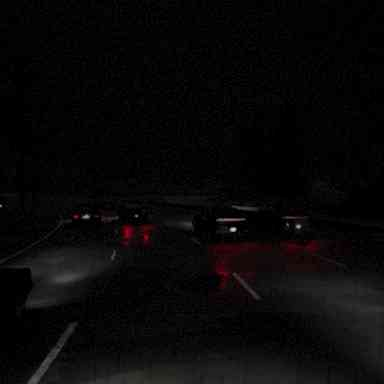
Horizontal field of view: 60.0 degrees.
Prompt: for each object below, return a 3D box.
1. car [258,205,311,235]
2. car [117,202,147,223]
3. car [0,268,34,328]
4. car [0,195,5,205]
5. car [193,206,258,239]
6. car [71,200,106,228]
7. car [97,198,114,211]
[{"bbox_3d":[4.628,1.452,18.498,2.128,1.511,4.902,0,0,-13],"label":"car"},{"bbox_3d":[-4.624,1.508,25.622,1.812,1.442,4.674,0,0,-18],"label":"car"},{"bbox_3d":[-3.725,1.607,3.993,1.895,1.301,4.718,0,0,-3],"label":"car"},{"bbox_3d":[-34.067,1.388,58.152,2.097,1.767,4.553,0,0,-24],"label":"car"},{"bbox_3d":[1.341,1.464,17.322,2.128,1.511,4.902,0,0,-12],"label":"car"},{"bbox_3d":[-7.169,1.541,22.545,2.033,1.411,5.357,0,0,-18],"label":"car"},{"bbox_3d":[-10.799,1.459,40.753,1.882,1.535,5.008,0,0,-24],"label":"car"}]
